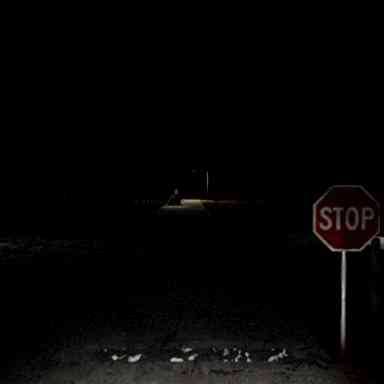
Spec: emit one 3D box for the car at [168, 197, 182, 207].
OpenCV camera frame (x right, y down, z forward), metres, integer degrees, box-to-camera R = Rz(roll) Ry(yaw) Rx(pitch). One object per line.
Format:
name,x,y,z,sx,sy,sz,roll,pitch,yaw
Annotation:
car,-2.706,1.519,53.004,1.812,1.442,4.674,0,0,0
